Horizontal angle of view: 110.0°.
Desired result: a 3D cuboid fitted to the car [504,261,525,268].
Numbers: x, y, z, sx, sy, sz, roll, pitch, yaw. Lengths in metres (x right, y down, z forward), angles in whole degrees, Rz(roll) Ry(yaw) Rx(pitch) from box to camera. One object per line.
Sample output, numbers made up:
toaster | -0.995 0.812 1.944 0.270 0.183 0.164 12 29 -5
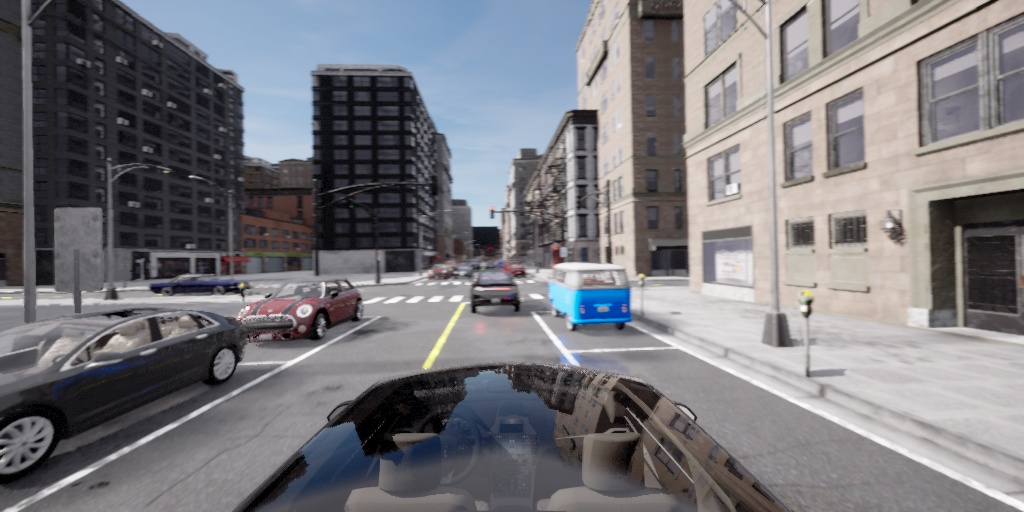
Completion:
car | 0.525 1.523 37.634 1.888 1.381 4.507 0 0 -4

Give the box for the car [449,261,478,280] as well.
car | -4.956 1.577 37.264 2.128 1.511 4.902 -1 0 -3

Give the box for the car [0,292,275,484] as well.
car | -5.476 1.432 4.641 2.007 1.370 4.403 0 0 -4

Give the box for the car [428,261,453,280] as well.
car | -7.483 1.577 37.138 1.967 1.591 4.097 0 0 -4

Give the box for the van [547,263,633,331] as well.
van | 2.182 1.107 10.805 1.690 1.789 3.998 0 0 -4

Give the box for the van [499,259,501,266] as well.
van | -0.809 1.487 59.231 1.690 1.789 3.998 0 0 -4

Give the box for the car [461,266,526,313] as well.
car | -0.709 1.342 14.625 2.128 1.511 4.902 -1 0 -4

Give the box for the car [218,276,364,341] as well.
car | -5.826 1.366 10.310 1.967 1.591 4.097 0 0 -4

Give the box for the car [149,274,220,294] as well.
car | -18.714 1.777 21.772 4.718 1.301 1.895 -1 0 -4

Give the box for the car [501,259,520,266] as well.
car | 0.192 1.335 43.033 2.192 1.841 5.009 0 0 -4

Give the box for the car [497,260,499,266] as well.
car | -1.143 1.753 64.629 1.948 1.339 4.313 0 0 -4

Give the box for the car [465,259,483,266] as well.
car | -6.181 1.473 58.346 2.150 2.045 5.566 -1 -1 -3
